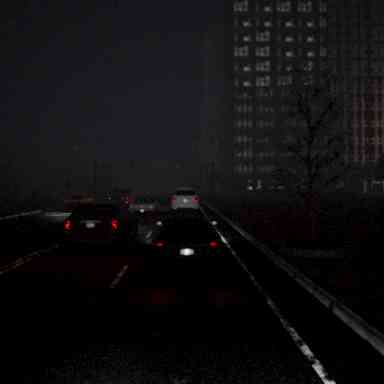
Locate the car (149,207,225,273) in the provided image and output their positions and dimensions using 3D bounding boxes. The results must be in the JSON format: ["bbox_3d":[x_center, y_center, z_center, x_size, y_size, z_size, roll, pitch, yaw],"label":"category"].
[{"bbox_3d":[-0.151,1.365,9.998,1.994,1.385,4.181,0,1,-1],"label":"car"}]

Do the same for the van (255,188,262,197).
[{"bbox_3d":[14.397,0.137,64.695,3.998,1.788,1.690,-1,0,-2],"label":"van"}]

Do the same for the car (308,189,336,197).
[{"bbox_3d":[25.409,0.216,65.095,4.829,1.417,1.752,-1,0,-2],"label":"car"}]

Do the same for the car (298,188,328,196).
[{"bbox_3d":[20.382,0.087,56.882,4.097,1.590,1.967,-1,0,-2],"label":"car"}]

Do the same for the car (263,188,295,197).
[{"bbox_3d":[14.972,0.224,56.685,4.829,1.417,1.752,-1,0,-2],"label":"car"}]

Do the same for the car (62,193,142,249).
[{"bbox_3d":[-3.472,1.102,13.366,2.097,1.767,4.553,0,1,-1],"label":"car"}]

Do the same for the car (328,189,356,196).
[{"bbox_3d":[25.965,0.176,57.084,4.206,1.307,1.802,-1,0,-2],"label":"car"}]

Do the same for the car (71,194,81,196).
[{"bbox_3d":[-10.581,0.919,31.223,1.882,1.535,5.008,0,1,-1],"label":"car"}]

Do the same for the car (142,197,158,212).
[{"bbox_3d":[-3.808,1.090,27.264,1.895,1.301,4.718,0,1,-1],"label":"car"}]

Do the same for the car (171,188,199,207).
[{"bbox_3d":[-0.568,0.683,27.858,2.150,2.045,5.566,0,1,-1],"label":"car"}]

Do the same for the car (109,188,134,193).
[{"bbox_3d":[-7.429,0.576,35.452,2.150,2.045,5.566,0,1,-1],"label":"car"}]
